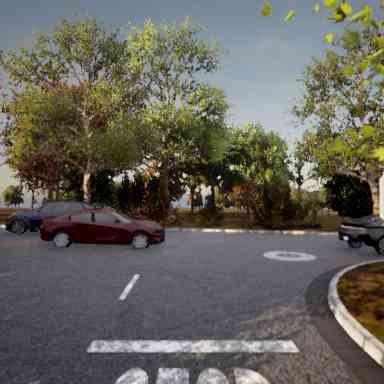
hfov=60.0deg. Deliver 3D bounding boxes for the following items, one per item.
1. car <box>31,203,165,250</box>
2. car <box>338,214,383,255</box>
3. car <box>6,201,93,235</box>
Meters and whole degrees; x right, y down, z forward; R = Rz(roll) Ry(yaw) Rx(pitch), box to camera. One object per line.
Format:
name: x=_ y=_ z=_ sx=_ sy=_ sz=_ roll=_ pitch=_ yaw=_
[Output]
car: x=-3.600 y=1.441 z=13.748 sx=5.008 sy=1.535 sz=1.882 roll=1 pitch=1 yaw=0
car: x=8.428 y=1.672 z=13.481 sx=4.902 sy=1.511 sz=2.128 roll=2 pitch=-1 yaw=-10
car: x=-7.035 y=1.238 z=17.225 sx=4.553 sy=1.767 sz=2.097 roll=1 pitch=-1 yaw=0
